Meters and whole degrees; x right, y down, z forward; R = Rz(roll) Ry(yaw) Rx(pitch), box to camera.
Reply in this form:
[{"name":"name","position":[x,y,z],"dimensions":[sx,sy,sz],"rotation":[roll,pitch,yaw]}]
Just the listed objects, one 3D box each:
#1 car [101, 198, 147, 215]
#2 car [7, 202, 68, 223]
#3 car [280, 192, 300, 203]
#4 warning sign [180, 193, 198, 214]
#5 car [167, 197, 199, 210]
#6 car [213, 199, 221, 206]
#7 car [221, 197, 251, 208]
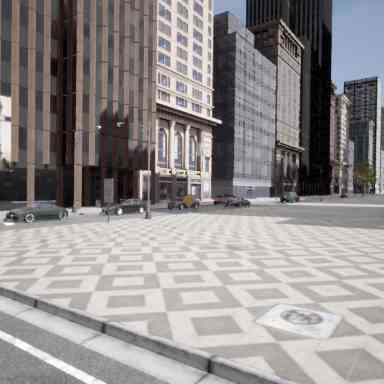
[{"name":"car","position":[-6.449,1.376,31.996],"dimensions":[1.837,1.490,4.892],"rotation":[1,1,35]},{"name":"car","position":[-11.460,1.469,24.919],"dimensions":[1.994,1.385,4.181],"rotation":[1,1,35]},{"name":"car","position":[17.929,0.992,60.890],"dimensions":[2.150,2.045,5.566],"rotation":[1,1,34]},{"name":"warning sign","position":[-0.256,1.076,30.676],"dimensions":[1.300,1.860,1.060],"rotation":[1,1,35]},{"name":"car","position":[-1.002,1.339,39.689],"dimensions":[1.837,1.490,4.892],"rotation":[1,1,35]},{"name":"car","position":[4.955,1.394,48.044],"dimensions":[1.895,1.301,4.718],"rotation":[1,1,36]},{"name":"car","position":[6.119,1.383,44.226],"dimensions":[1.812,1.442,4.674],"rotation":[1,1,35]}]
